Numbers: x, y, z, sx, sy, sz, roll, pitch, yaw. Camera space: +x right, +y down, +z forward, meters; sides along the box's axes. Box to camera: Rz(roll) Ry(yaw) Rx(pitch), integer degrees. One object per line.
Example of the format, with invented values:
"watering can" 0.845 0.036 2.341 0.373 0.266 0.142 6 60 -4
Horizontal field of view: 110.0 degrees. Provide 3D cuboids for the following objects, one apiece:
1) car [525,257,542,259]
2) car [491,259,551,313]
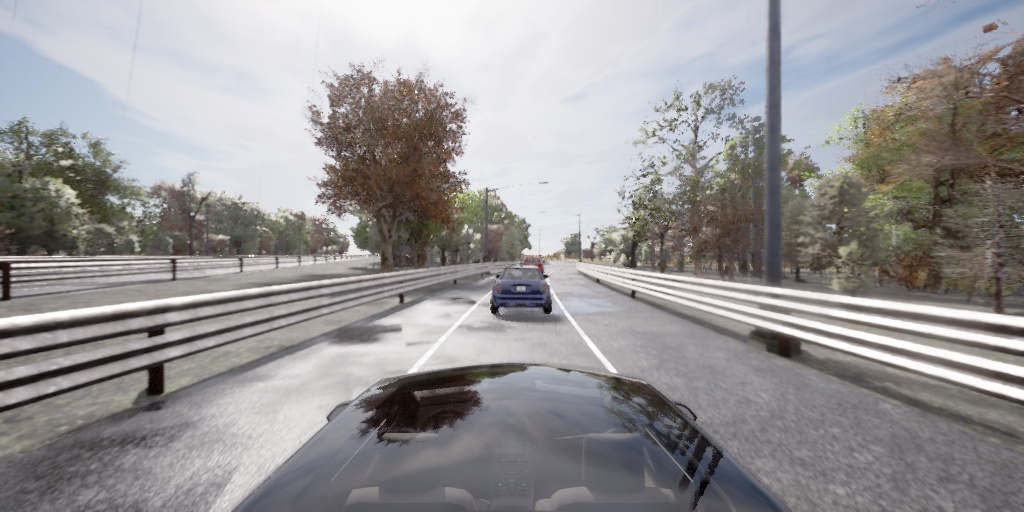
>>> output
"car" 2.443 1.119 39.843 2.150 2.045 5.566 0 0 7
"car" 0.397 1.146 14.353 2.097 1.767 4.553 0 0 2
